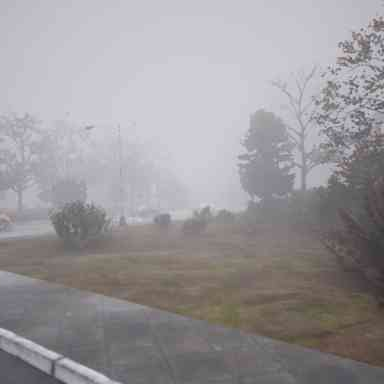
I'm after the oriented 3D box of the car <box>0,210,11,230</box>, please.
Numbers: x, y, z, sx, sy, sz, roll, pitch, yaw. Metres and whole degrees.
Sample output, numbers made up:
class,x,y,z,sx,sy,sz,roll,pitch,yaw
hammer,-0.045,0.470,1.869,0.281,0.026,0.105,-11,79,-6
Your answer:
class,x,y,z,sx,sy,sz,roll,pitch,yaw
car,-16.911,2.207,26.071,2.097,1.767,4.553,-3,-2,33

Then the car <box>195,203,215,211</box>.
class,x,y,z,sx,sy,sz,roll,pitch,yaw
car,2.232,2.559,56.087,1.812,1.442,4.674,-3,-2,32

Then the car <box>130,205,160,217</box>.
class,x,y,z,sx,sy,sz,roll,pitch,yaw
car,-5.981,2.445,43.121,1.812,1.442,4.674,-3,-2,32
